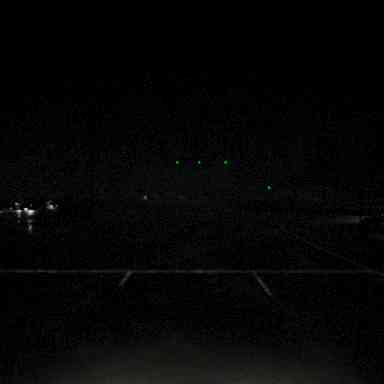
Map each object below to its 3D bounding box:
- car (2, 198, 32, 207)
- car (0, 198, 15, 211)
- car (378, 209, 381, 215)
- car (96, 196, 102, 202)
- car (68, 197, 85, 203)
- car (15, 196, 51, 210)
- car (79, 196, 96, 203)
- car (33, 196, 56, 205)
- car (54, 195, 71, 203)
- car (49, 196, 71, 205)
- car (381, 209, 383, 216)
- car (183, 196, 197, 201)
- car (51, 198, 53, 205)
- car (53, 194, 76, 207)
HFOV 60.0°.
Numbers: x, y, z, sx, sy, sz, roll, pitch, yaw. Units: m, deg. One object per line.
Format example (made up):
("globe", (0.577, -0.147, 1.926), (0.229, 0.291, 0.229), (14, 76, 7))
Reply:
("car", (-28.097, 1.652, 53.573), (2.033, 1.411, 5.357), (0, 0, 1))
("car", (-24.620, 1.593, 43.125), (1.837, 1.490, 4.892), (0, 0, 0))
("car", (19.459, 1.616, 29.095), (5.357, 1.411, 2.033), (0, 0, 7))
("car", (-21.255, 1.663, 74.050), (2.128, 1.511, 4.902), (0, 0, -3))
("car", (-24.586, 1.728, 71.034), (1.895, 1.301, 4.718), (0, 0, 0))
("car", (-21.121, 1.595, 44.397), (1.837, 1.490, 4.892), (0, 0, 0))
("car", (-21.045, 1.614, 64.787), (2.128, 1.511, 4.902), (0, 0, 0))
("car", (-28.035, 1.612, 63.320), (2.128, 1.511, 4.902), (0, 0, 0))
("car", (-28.157, 1.490, 72.530), (2.097, 1.767, 4.553), (0, 0, -3))
("car", (-24.564, 1.610, 62.093), (2.128, 1.511, 4.902), (0, 0, 0))
("car", (17.651, 1.415, 25.673), (4.553, 1.767, 2.097), (0, 0, 6))
("car", (-0.163, 1.765, 94.268), (1.895, 1.301, 4.718), (0, 0, -18))
("car", (-24.610, 1.456, 52.943), (2.097, 1.767, 4.553), (0, 0, 0))
("car", (-21.107, 1.329, 54.951), (2.150, 2.045, 5.566), (0, 0, 0))
